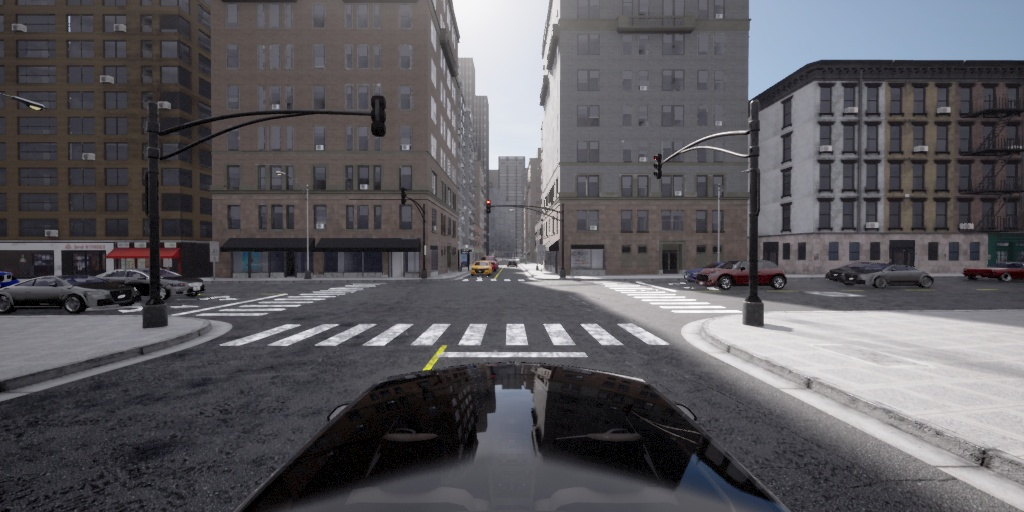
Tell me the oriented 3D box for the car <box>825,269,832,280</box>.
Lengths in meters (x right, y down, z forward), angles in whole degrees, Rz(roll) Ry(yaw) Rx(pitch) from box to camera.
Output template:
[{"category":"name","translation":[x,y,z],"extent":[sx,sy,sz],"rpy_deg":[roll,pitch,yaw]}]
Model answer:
[{"category":"car","translation":[23.980,1.099,24.424],"extent":[4.181,1.385,1.994],"rpy_deg":[0,1,-1]}]

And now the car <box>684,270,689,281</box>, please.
[{"category":"car","translation":[14.173,1.127,24.365],"extent":[4.674,1.442,1.812],"rpy_deg":[0,1,0]}]

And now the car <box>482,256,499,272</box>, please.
[{"category":"car","translation":[-3.124,0.984,47.483],"extent":[2.150,2.045,5.566],"rpy_deg":[0,0,0]}]

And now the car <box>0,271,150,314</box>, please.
[{"category":"car","translation":[-17.527,1.442,14.251],"extent":[4.181,1.385,1.994],"rpy_deg":[0,1,0]}]

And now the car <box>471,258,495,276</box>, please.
[{"category":"car","translation":[-3.115,1.233,37.053],"extent":[1.882,1.535,5.008],"rpy_deg":[0,0,0]}]

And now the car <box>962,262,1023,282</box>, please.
[{"category":"car","translation":[34.006,1.064,24.458],"extent":[4.718,1.301,1.895],"rpy_deg":[0,1,-1]}]

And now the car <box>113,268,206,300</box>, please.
[{"category":"car","translation":[-17.797,1.335,17.510],"extent":[4.902,1.511,2.128],"rpy_deg":[0,1,1]}]

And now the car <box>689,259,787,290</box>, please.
[{"category":"car","translation":[13.346,0.994,21.089],"extent":[4.553,1.767,2.097],"rpy_deg":[0,1,-1]}]

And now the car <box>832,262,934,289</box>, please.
[{"category":"car","translation":[21.989,1.148,21.157],"extent":[4.181,1.385,1.994],"rpy_deg":[0,1,-1]}]
